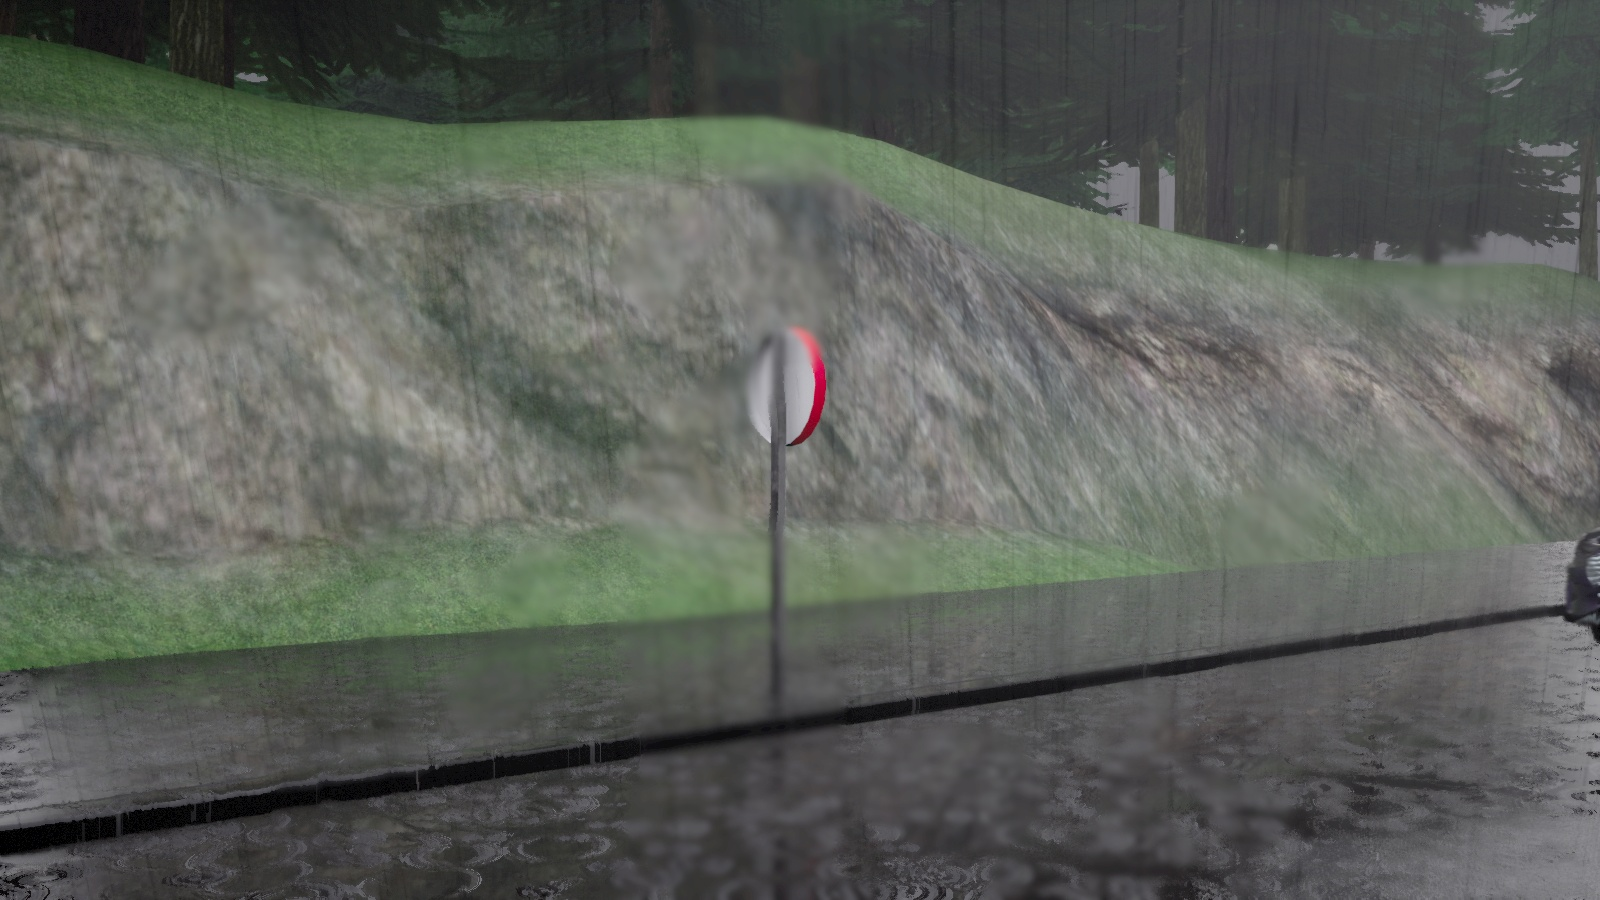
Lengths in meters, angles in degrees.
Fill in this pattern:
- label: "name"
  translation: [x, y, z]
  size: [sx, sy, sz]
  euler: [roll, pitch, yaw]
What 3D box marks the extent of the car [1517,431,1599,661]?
- label: "car"
  translation: [8.091, 0.681, 9.716]
  size: [4.856, 1.649, 2.033]
  euler: [0, 0, -26]
